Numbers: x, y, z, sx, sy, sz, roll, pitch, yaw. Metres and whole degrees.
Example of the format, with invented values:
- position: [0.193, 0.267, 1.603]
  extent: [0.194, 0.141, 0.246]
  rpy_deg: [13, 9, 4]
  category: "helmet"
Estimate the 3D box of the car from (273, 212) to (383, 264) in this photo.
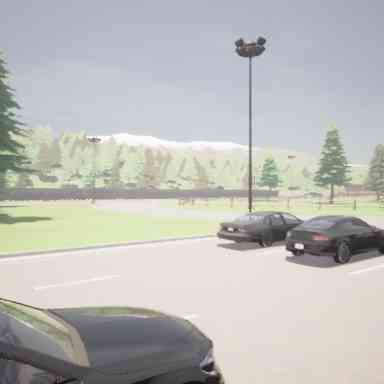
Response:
- position: [5.253, 1.534, 11.797]
  extent: [4.674, 1.442, 1.812]
  rpy_deg: [0, 0, -35]
  category: "car"

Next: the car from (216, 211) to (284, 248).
- position: [3.603, 1.557, 14.919]
  extent: [5.357, 1.411, 2.033]
  rpy_deg: [0, 0, -36]
  category: "car"

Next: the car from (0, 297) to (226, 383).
- position: [-1.879, 1.525, 2.406]
  extent: [4.674, 1.442, 1.812]
  rpy_deg: [0, 0, -35]
  category: "car"
